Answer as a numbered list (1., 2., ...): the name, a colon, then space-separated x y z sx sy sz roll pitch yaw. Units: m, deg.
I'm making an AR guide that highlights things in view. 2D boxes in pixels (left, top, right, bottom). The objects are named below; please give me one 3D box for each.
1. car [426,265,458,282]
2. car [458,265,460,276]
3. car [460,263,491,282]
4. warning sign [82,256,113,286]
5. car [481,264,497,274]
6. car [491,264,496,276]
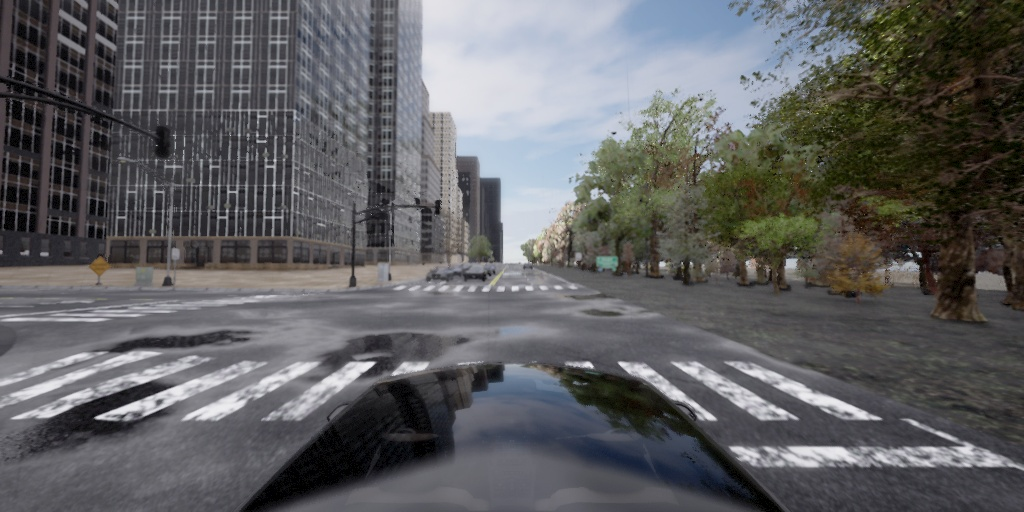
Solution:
1. car: -6.595 1.653 33.190 1.994 1.385 4.181 0 -1 0
2. car: -6.598 1.736 42.425 2.033 1.411 5.357 0 -1 0
3. car: -3.345 1.575 33.898 1.882 1.535 5.008 0 -1 0
4. warning sign: -26.161 0.944 22.693 1.060 1.860 1.300 0 0 -4
5. car: -3.345 1.856 53.525 2.033 1.411 5.357 0 -1 -1
6. car: -3.350 1.798 43.236 1.895 1.301 4.718 0 -1 0
